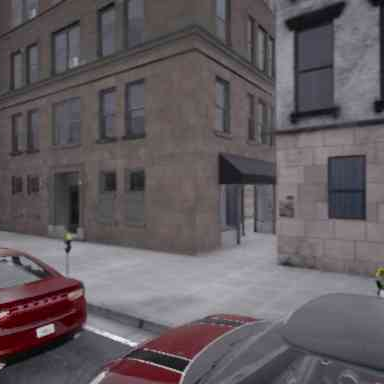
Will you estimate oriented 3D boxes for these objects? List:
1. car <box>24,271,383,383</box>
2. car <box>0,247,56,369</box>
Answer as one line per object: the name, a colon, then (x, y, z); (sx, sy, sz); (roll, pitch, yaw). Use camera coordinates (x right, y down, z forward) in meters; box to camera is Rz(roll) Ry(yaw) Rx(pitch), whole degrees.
car: (1.012, 1.442, 2.088); (4.097, 1.590, 1.967); (0, 0, 35)
car: (-3.614, 1.581, 5.387); (4.507, 1.381, 1.887); (0, 0, 35)
